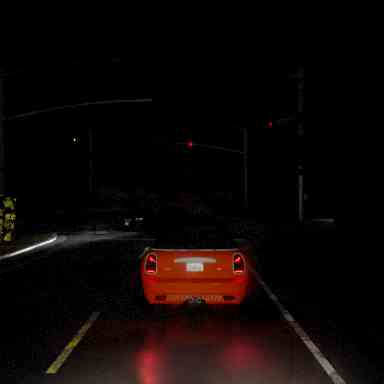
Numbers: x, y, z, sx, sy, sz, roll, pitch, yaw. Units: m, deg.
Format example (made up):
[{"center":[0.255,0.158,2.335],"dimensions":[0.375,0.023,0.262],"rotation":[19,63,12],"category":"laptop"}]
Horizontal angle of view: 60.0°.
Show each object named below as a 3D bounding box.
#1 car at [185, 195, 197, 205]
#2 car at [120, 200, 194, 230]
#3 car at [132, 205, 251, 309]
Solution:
[{"center":[-0.197,1.352,59.790],"dimensions":[2.097,1.767,4.553],"rotation":[0,0,-3],"category":"car"},{"center":[-2.277,1.487,20.487],"dimensions":[2.128,1.511,4.902],"rotation":[-1,0,34],"category":"car"},{"center":[0.059,1.352,8.026],"dimensions":[2.097,1.767,4.553],"rotation":[0,0,0],"category":"car"}]
